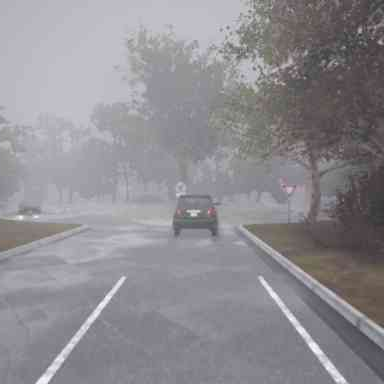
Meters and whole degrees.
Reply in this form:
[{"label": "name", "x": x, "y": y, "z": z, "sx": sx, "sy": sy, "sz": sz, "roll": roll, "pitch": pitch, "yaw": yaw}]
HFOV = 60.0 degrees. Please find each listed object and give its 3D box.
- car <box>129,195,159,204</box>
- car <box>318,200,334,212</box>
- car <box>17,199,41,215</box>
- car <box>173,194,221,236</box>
[{"label": "car", "x": -7.765, "y": 1.214, "z": 54.429, "sx": 4.892, "sy": 1.490, "sz": 1.837, "roll": 0, "pitch": -1, "yaw": -20}, {"label": "car", "x": 12.853, "y": 1.428, "z": 32.034, "sx": 1.895, "sy": 1.301, "sz": 4.718, "roll": 0, "pitch": 0, "yaw": 30}, {"label": "car", "x": -15.627, "y": 1.376, "z": 31.797, "sx": 2.033, "sy": 1.411, "sz": 5.357, "roll": 0, "pitch": 0, "yaw": -29}, {"label": "car", "x": 0.336, "y": 1.124, "z": 18.035, "sx": 2.150, "sy": 2.045, "sz": 5.566, "roll": 0, "pitch": 0, "yaw": 5}]
